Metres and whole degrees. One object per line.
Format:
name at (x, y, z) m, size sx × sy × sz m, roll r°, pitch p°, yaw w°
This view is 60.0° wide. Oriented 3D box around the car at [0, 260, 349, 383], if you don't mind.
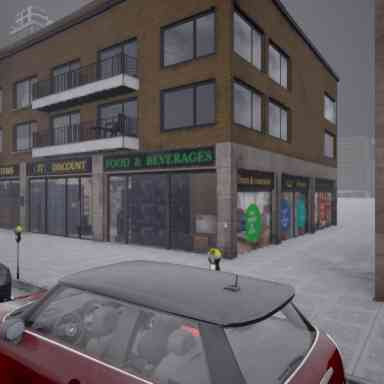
car at (-0.722, 1.440, 3.318) m, size 4.097 × 1.590 × 1.967 m, roll 0°, pitch 0°, yaw 35°
